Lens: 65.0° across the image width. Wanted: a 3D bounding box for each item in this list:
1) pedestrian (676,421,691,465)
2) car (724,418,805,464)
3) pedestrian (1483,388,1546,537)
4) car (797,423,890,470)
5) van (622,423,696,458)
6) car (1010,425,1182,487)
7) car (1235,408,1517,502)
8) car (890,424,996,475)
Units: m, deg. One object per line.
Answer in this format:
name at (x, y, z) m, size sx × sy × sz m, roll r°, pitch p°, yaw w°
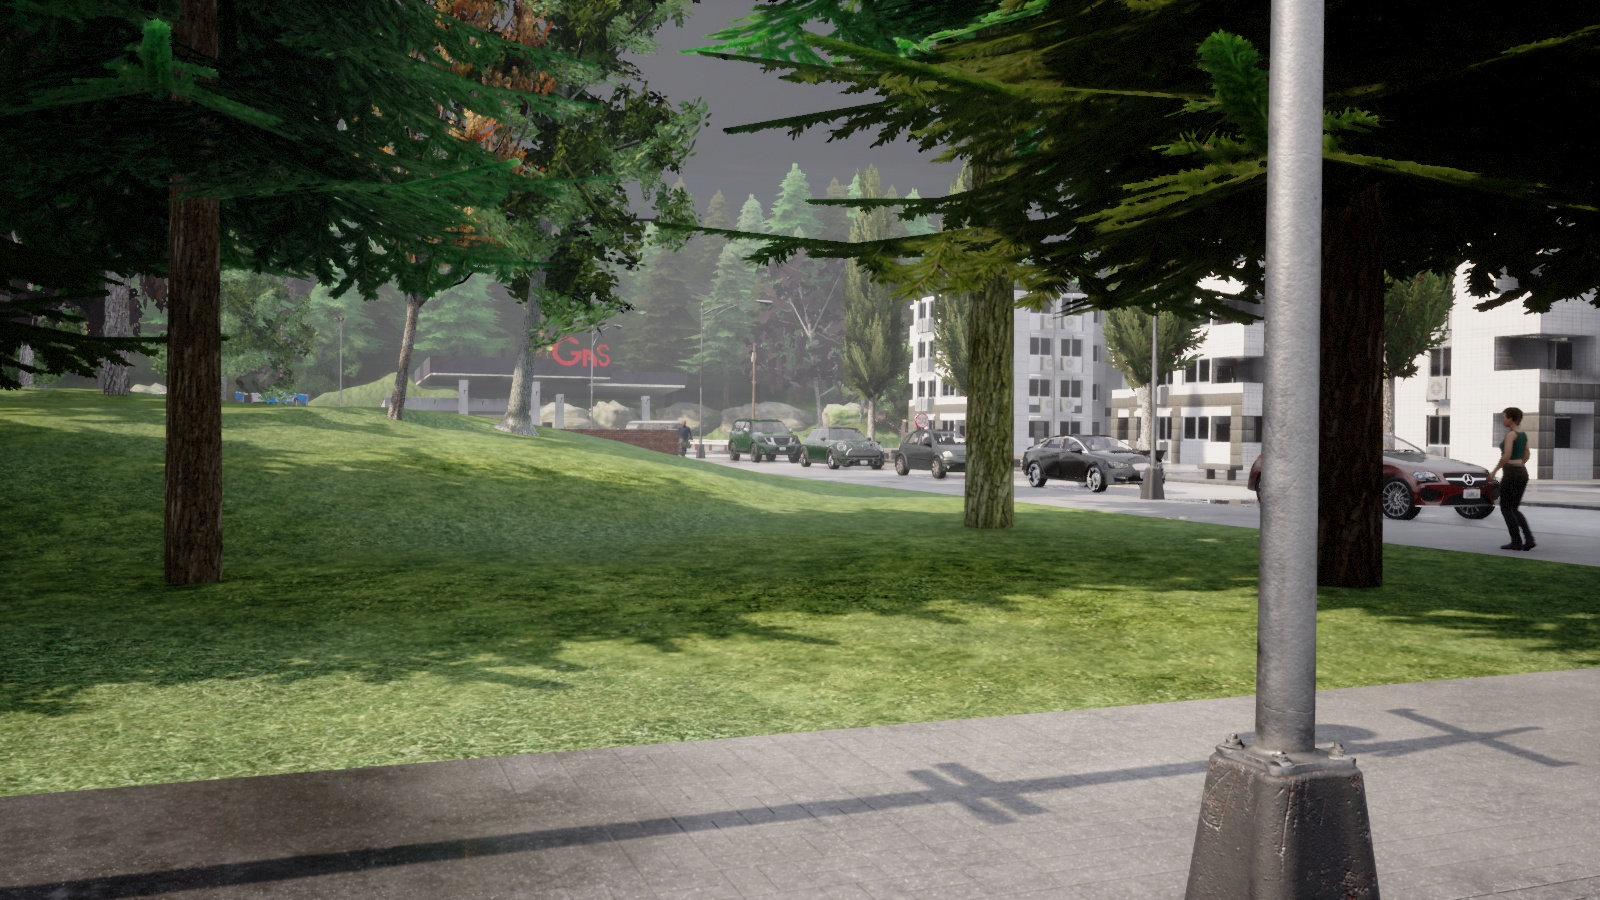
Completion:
pedestrian at (-4.854, -0.291, 52.325) m, size 0.402 × 1.842 × 0.726 m, roll -1°, pitch 1°, yaw -20°
car at (-1.750, -0.426, 59.157) m, size 2.150 × 2.045 × 5.566 m, roll -1°, pitch 1°, yaw -20°
pedestrian at (9.033, 0.152, 15.883) m, size 0.345 × 1.836 × 0.594 m, roll -1°, pitch 1°, yaw -30°
car at (1.674, -0.177, 50.135) m, size 2.097 × 1.767 × 4.553 m, roll -1°, pitch 1°, yaw -21°
van at (-8.363, -0.566, 74.268) m, size 4.442 × 1.987 × 1.775 m, roll 0°, pitch 1°, yaw 40°
car at (7.848, 0.118, 33.881) m, size 2.128 × 1.511 × 4.902 m, roll -1°, pitch 1°, yaw -21°
car at (11.236, 0.049, 24.984) m, size 2.152 × 1.651 × 5.027 m, roll -1°, pitch 1°, yaw -21°
car at (4.729, -0.040, 42.088) m, size 1.851 × 1.617 × 3.988 m, roll -1°, pitch 1°, yaw -21°
